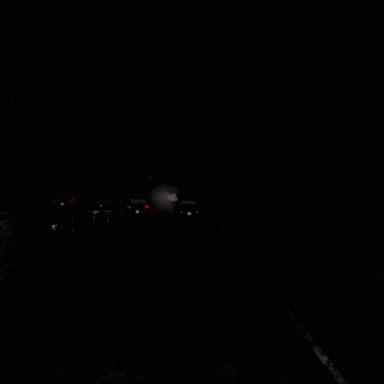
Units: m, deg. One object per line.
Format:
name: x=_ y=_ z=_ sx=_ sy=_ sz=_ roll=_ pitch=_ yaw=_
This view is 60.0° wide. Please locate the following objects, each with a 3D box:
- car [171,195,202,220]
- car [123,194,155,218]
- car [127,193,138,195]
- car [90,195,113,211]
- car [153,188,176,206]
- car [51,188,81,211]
car: x=-0.350 y=1.187 z=24.013 sx=1.812 sy=1.442 sz=4.674 roll=0 pitch=1 yaw=-4
car: x=-3.987 y=1.154 z=25.445 sx=1.812 sy=1.442 sz=4.674 roll=0 pitch=1 yaw=-5
car: x=-7.360 y=0.851 z=41.325 sx=2.033 sy=1.411 sz=5.357 roll=0 pitch=1 yaw=-20
car: x=-8.776 y=1.033 z=32.554 sx=1.994 sy=1.385 sz=4.181 roll=0 pitch=1 yaw=-12
car: x=-3.351 y=0.572 z=40.236 sx=2.150 sy=2.045 sz=5.566 roll=0 pitch=1 yaw=-17
car: x=-12.265 y=0.674 z=32.625 sx=2.150 sy=2.045 sz=5.566 roll=0 pitch=1 yaw=-13
